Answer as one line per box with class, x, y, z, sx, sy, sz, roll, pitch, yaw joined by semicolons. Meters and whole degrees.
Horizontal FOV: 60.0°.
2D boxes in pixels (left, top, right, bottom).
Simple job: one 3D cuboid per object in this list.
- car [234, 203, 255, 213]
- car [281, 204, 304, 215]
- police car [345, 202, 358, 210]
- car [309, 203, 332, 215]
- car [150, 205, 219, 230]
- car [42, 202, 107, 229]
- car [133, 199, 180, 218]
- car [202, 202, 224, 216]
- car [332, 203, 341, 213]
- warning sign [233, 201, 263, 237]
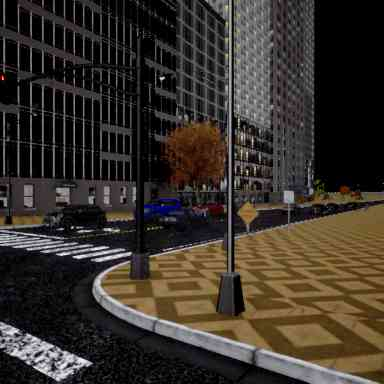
car;7.589;2.371;48.861;2.033;1.411;5.357;0;-1;33
car;14.235;2.414;46.971;2.033;1.411;5.357;0;-1;33
police car;31.544;2.738;65.818;1.930;1.638;5.238;0;-1;33
car;17.724;2.398;46.298;1.837;1.490;4.892;0;-1;33
car;-0.356;1.930;24.149;2.033;1.411;5.357;0;-1;32
car;-8.428;1.648;24.098;2.097;1.767;4.553;0;-1;33
car;-3.210;1.689;32.191;2.150;2.045;5.566;0;-1;33
car;2.089;1.995;40.403;2.097;1.767;4.553;0;-1;33
car;23.125;2.574;54.687;1.837;1.490;4.892;0;-1;33
warning sign;3.127;1.454;18.552;1.300;1.860;1.060;1;1;33
